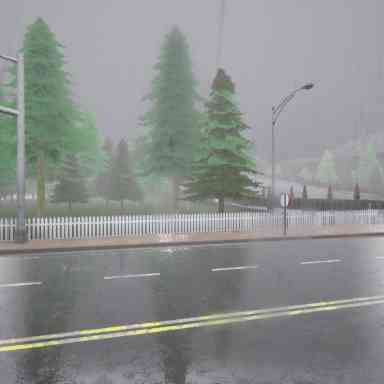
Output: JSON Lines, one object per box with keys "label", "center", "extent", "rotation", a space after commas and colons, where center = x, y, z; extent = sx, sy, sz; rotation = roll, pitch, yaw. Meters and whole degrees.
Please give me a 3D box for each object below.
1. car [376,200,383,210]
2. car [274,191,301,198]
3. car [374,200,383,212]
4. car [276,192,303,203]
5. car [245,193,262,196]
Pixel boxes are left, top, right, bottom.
{"label": "car", "center": [20.232, 1.502, 32.702], "extent": [1.837, 1.490, 4.892], "rotation": [0, 0, -18]}
{"label": "car", "center": [13.986, 0.877, 50.757], "extent": [2.097, 1.767, 4.553], "rotation": [0, 4, -19]}
{"label": "car", "center": [22.657, 1.592, 36.385], "extent": [1.895, 1.301, 4.718], "rotation": [0, 0, -19]}
{"label": "car", "center": [16.093, 0.863, 55.413], "extent": [1.895, 1.301, 4.718], "rotation": [0, 4, -19]}
{"label": "car", "center": [10.750, 0.222, 60.328], "extent": [2.033, 1.411, 5.357], "rotation": [0, 6, -18]}
